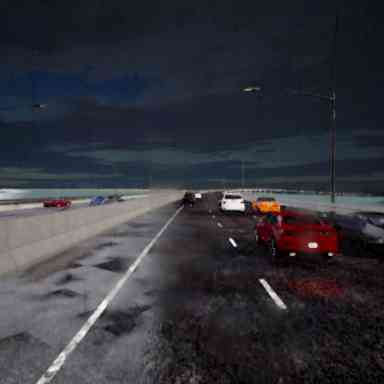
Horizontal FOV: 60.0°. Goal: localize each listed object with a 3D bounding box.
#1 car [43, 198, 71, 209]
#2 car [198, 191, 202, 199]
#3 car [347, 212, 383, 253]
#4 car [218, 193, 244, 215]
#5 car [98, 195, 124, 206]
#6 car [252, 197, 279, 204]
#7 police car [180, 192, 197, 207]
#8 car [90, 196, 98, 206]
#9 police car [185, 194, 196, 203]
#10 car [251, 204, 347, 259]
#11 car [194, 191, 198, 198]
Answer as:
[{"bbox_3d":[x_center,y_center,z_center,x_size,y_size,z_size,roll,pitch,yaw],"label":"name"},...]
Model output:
[{"bbox_3d":[-17.256,1.459,42.672,1.895,1.301,4.718,0,0,1],"label":"car"},{"bbox_3d":[1.219,0.773,82.552,2.150,2.045,5.566,0,0,2],"label":"car"},{"bbox_3d":[7.135,1.508,13.512,2.033,1.411,5.357,0,0,0],"label":"car"},{"bbox_3d":[3.798,1.115,32.832,2.150,2.045,5.566,0,0,1],"label":"car"},{"bbox_3d":[-10.241,1.208,43.361,2.097,1.767,4.553,0,0,1],"label":"car"},{"bbox_3d":[7.306,1.244,33.328,2.097,1.767,4.553,0,0,1],"label":"car"},{"bbox_3d":[-0.635,1.264,47.995,1.930,1.638,5.238,0,0,1],"label":"police car"},{"bbox_3d":[-13.624,1.311,49.325,1.882,1.535,5.008,0,0,1],"label":"car"},{"bbox_3d":[-0.312,1.199,63.967,1.930,1.638,5.238,0,0,1],"label":"police car"},{"bbox_3d":[3.632,1.441,12.433,1.882,1.535,5.008,0,0,0],"label":"car"},{"bbox_3d":[-0.445,1.024,57.897,2.150,2.045,5.566,0,0,1],"label":"car"}]
